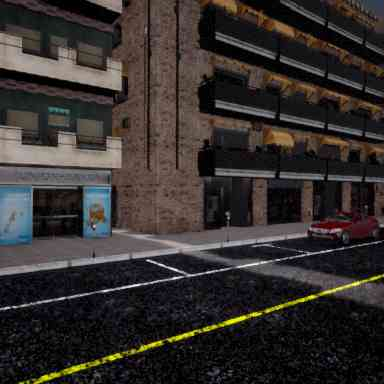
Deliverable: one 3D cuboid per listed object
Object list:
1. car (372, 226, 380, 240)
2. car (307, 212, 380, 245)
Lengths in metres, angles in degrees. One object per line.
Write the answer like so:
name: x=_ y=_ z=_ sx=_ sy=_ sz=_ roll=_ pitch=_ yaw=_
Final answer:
car: x=6.426 y=1.526 z=7.894 sx=4.674 sy=1.442 sz=1.812 roll=0 pitch=0 yaw=-35
car: x=7.172 y=1.583 z=15.538 sx=4.206 sy=1.307 sz=1.802 roll=0 pitch=0 yaw=-35
